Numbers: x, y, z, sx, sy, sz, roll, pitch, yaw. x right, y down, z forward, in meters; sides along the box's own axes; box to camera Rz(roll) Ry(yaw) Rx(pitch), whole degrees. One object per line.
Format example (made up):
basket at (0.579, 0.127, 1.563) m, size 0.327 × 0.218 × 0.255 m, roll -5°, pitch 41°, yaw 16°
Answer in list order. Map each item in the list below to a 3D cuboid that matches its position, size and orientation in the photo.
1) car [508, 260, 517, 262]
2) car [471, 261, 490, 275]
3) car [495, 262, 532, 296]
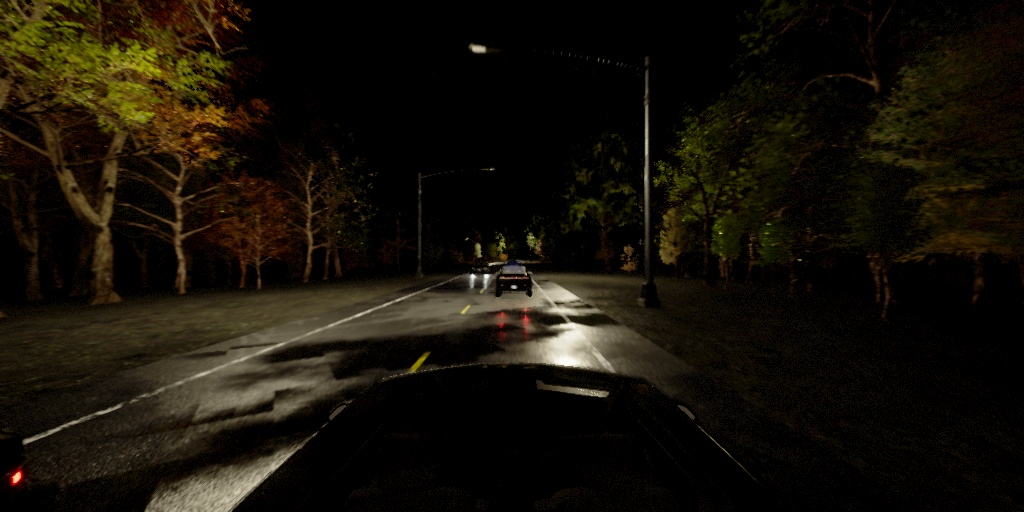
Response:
car at (0.092, 1.350, 53.899) m, size 1.882 × 1.535 × 5.008 m, roll 0°, pitch 0°, yaw 0°
car at (-3.568, 1.349, 41.830) m, size 1.837 × 1.490 × 4.892 m, roll 0°, pitch 0°, yaw 0°
car at (0.097, 1.284, 19.798) m, size 2.128 × 1.511 × 4.902 m, roll 0°, pitch 0°, yaw 0°
